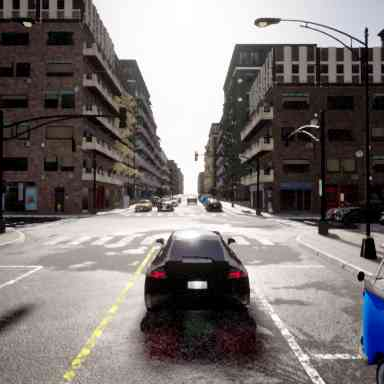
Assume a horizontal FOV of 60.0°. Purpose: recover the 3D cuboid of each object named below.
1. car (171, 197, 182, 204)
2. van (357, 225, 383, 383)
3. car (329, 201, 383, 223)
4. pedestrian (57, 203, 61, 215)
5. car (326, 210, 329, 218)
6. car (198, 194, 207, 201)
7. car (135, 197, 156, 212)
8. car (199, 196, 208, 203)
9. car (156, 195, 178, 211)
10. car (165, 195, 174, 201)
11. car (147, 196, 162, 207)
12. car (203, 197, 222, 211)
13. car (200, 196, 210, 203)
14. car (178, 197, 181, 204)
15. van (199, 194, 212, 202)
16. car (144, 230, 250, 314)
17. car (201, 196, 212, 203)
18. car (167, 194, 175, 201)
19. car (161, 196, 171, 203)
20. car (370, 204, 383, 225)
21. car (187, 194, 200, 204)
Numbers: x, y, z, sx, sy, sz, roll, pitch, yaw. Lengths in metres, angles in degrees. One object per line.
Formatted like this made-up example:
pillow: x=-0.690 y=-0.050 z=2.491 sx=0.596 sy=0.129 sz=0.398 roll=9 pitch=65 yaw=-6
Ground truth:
car: x=-3.108 y=1.626 z=66.638 sx=1.895 sy=1.301 sz=4.718 roll=0 pitch=0 yaw=0
van: x=2.671 y=1.342 z=2.116 sx=1.690 sy=1.788 sz=3.998 roll=1 pitch=0 yaw=0
car: x=13.501 y=1.473 z=25.672 sx=4.553 sy=1.767 sz=2.097 roll=0 pitch=-1 yaw=1
pedestrian: x=-12.579 y=1.597 z=31.478 sx=0.500 sy=1.100 sz=0.500 roll=0 pitch=-1 yaw=1
car: x=13.606 y=1.608 z=28.261 sx=4.097 sy=1.590 sz=1.967 roll=0 pitch=-1 yaw=1
car: x=2.598 y=1.351 z=85.203 sx=2.192 sy=1.841 sz=5.009 roll=1 pitch=0 yaw=0
car: x=-5.727 y=1.539 z=39.881 sx=1.752 sy=1.417 sz=4.829 roll=1 pitch=0 yaw=0
car: x=2.608 y=1.612 z=73.918 sx=1.802 sy=1.307 sz=4.206 roll=1 pitch=0 yaw=0
car: x=-3.144 y=1.506 z=40.521 sx=2.128 sy=1.511 sz=4.902 roll=0 pitch=0 yaw=0
car: x=-5.786 y=1.587 z=85.192 sx=2.008 sy=1.369 sz=4.403 roll=1 pitch=0 yaw=0
car: x=-5.741 y=1.459 z=51.337 sx=1.967 sy=1.590 sz=4.097 roll=1 pitch=0 yaw=0
car: x=2.652 y=1.580 z=40.062 sx=1.947 sy=1.339 sz=4.313 roll=1 pitch=0 yaw=0
car: x=2.616 y=1.552 z=68.445 sx=1.752 sy=1.417 sz=4.829 roll=1 pitch=0 yaw=0
car: x=-3.148 y=1.545 z=52.398 sx=1.812 sy=1.442 sz=4.674 roll=0 pitch=0 yaw=0
van: x=2.634 y=1.362 z=56.990 sx=1.690 sy=1.788 sz=3.998 roll=1 pitch=0 yaw=0
car: x=0.091 y=1.566 z=7.719 sx=1.994 sy=1.385 sz=4.181 roll=0 pitch=0 yaw=0
car: x=2.645 y=1.567 z=45.705 sx=2.008 sy=1.369 sz=4.403 roll=1 pitch=0 yaw=0
car: x=-5.791 y=1.480 z=90.836 sx=1.967 sy=1.590 sz=4.097 roll=1 pitch=0 yaw=0
car: x=-5.771 y=1.574 z=73.907 sx=1.887 sy=1.381 sz=4.507 roll=1 pitch=0 yaw=0
car: x=13.513 y=1.583 z=19.880 sx=4.313 sy=1.339 sz=1.947 roll=0 pitch=-1 yaw=1
car: x=0.019 y=1.516 z=63.754 sx=2.128 sy=1.511 sz=4.902 roll=0 pitch=0 yaw=0
